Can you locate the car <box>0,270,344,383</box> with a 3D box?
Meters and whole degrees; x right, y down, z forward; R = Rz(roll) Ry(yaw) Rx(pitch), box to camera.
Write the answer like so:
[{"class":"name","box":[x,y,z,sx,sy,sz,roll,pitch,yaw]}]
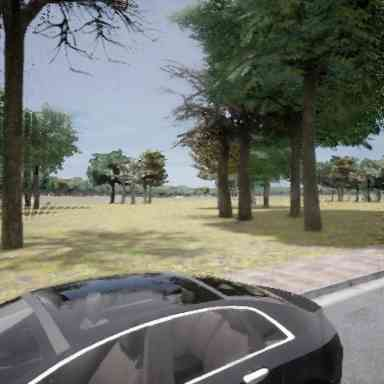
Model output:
[{"class":"car","box":[-0.801,1.507,2.497,4.892,1.490,1.837,0,0,-35]}]
